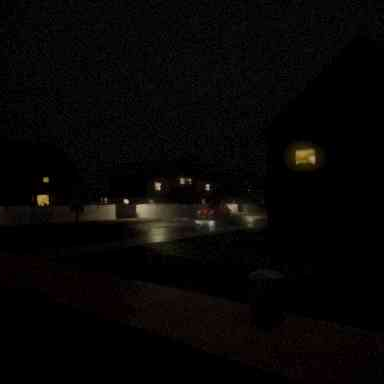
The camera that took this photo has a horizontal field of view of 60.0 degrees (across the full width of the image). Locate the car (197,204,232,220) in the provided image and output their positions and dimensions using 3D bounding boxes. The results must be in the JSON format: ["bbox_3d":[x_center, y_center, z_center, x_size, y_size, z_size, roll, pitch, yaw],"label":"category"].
[{"bbox_3d":[2.511,2.135,36.612,2.097,1.767,4.553,0,-2,35],"label":"car"}]
